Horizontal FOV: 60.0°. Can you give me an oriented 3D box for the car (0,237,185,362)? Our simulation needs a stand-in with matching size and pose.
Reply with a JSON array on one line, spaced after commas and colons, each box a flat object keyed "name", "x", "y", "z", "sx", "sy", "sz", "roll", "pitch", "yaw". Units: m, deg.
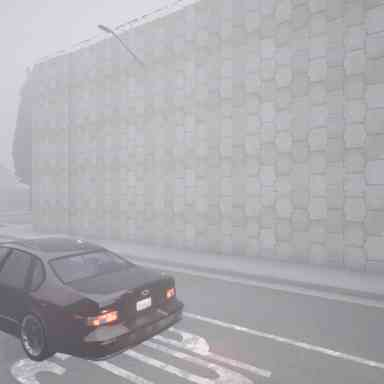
[{"name": "car", "x": -2.693, "y": 1.547, "z": 5.902, "sx": 5.357, "sy": 1.411, "sz": 2.033, "roll": 0, "pitch": 0, "yaw": 35}]
